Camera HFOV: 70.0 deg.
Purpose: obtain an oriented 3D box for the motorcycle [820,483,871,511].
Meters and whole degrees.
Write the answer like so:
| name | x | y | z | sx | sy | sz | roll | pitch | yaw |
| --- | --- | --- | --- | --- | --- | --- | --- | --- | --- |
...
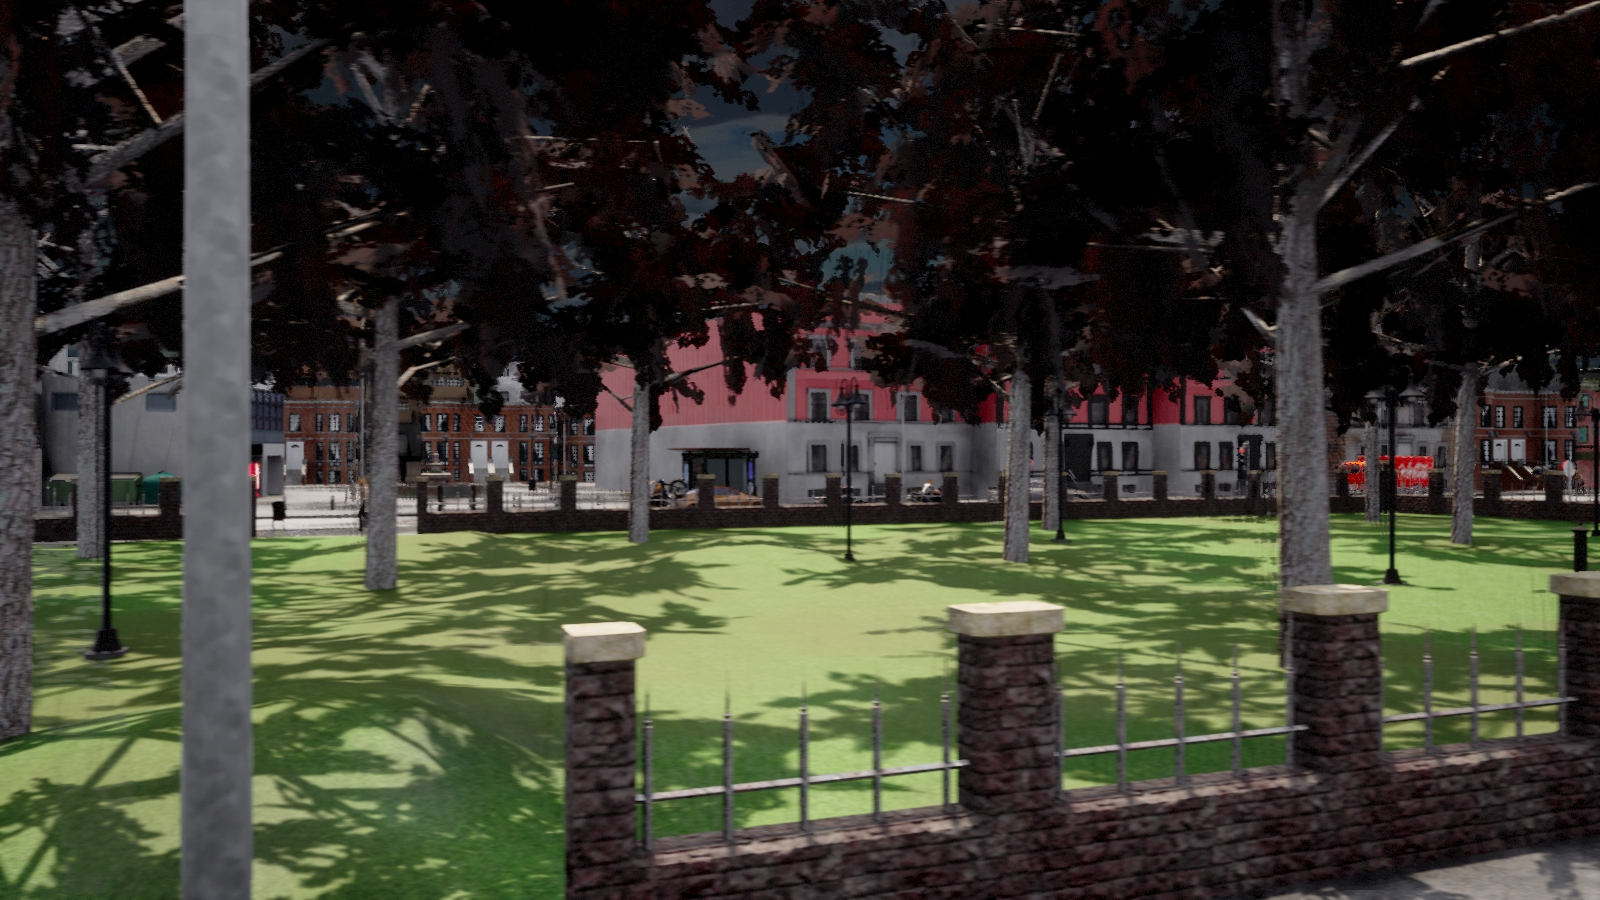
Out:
| name | x | y | z | sx | sy | sz | roll | pitch | yaw |
| --- | --- | --- | --- | --- | --- | --- | --- | --- | --- |
| motorcycle | 1.926 | 1.990 | 48.463 | 2.033 | 1.145 | 0.803 | 0 | 0 | -20 |

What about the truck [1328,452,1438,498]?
| name | x | y | z | sx | sy | sz | roll | pitch | yaw |
| --- | --- | --- | --- | --- | --- | --- | --- | --- | --- |
| truck | 32.505 | 1.340 | 63.778 | 5.204 | 2.467 | 2.627 | 0 | 0 | -20 |

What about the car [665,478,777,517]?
| name | x | y | z | sx | sy | sz | roll | pitch | yaw |
| --- | --- | --- | --- | --- | --- | --- | --- | --- | --- |
| car | -3.235 | 1.909 | 46.581 | 4.181 | 1.385 | 1.994 | -1 | 0 | -19 |

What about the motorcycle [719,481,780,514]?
| name | x | y | z | sx | sy | sz | roll | pitch | yaw |
| --- | --- | --- | --- | --- | --- | --- | --- | --- | --- |
| motorcycle | -2.081 | 1.948 | 47.002 | 2.356 | 1.277 | 0.764 | 0 | 0 | -20 |

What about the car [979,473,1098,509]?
| name | x | y | z | sx | sy | sz | roll | pitch | yaw |
| --- | --- | --- | --- | --- | --- | --- | --- | --- | --- |
| car | 10.775 | 1.823 | 51.635 | 4.902 | 1.511 | 2.128 | 0 | 0 | -20 |

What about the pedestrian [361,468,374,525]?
| name | x | y | z | sx | sy | sz | roll | pitch | yaw |
| --- | --- | --- | --- | --- | --- | --- | --- | --- | --- |
| pedestrian | -14.237 | 1.523 | 37.619 | 0.375 | 1.860 | 0.375 | 0 | 0 | -17 |
